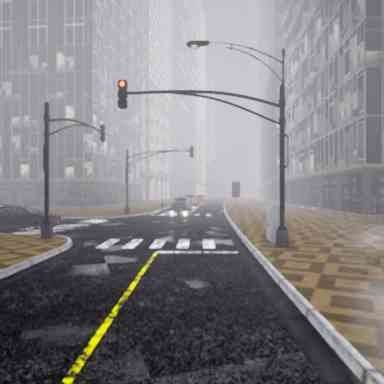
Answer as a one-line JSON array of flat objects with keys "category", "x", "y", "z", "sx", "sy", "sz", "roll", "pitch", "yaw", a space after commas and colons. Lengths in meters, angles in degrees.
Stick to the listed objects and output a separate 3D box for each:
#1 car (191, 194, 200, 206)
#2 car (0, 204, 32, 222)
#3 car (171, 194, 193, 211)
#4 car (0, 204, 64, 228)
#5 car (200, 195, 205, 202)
[{"category": "car", "x": -0.382, "y": 1.137, "z": 49.172, "sx": 2.097, "sy": 1.767, "sz": 4.553, "roll": 0, "pitch": 0, "yaw": 6}, {"category": "car", "x": -16.408, "y": 1.752, "z": 28.596, "sx": 4.403, "sy": 1.369, "sz": 2.008, "roll": -1, "pitch": 1, "yaw": 10}, {"category": "car", "x": -1.337, "y": 1.338, "z": 39.032, "sx": 1.837, "sy": 1.490, "sz": 4.892, "roll": 0, "pitch": 0, "yaw": 5}, {"category": "car", "x": -11.468, "y": 1.639, "z": 22.139, "sx": 5.357, "sy": 1.411, "sz": 2.033, "roll": -1, "pitch": 0, "yaw": 5}, {"category": "car", "x": 1.376, "y": 1.224, "z": 63.786, "sx": 1.812, "sy": 1.442, "sz": 4.674, "roll": 0, "pitch": 0, "yaw": 8}]
